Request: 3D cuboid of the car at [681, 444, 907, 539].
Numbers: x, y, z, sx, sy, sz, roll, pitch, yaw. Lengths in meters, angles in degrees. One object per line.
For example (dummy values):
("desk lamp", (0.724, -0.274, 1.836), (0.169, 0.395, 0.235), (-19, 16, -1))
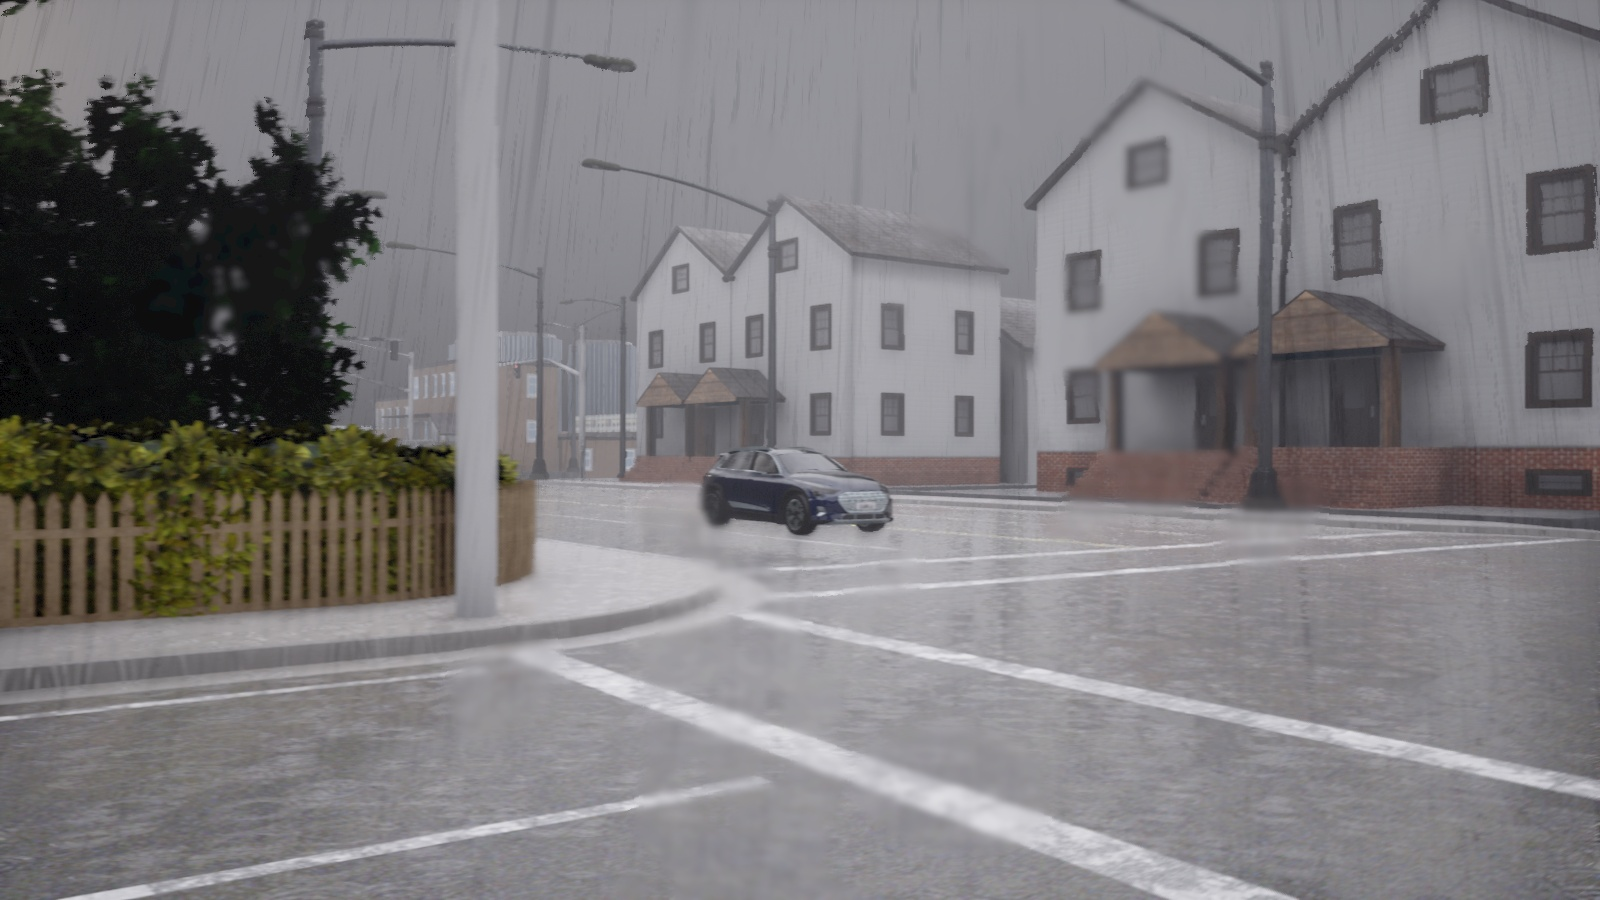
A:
("car", (-0.241, 0.736, 24.585), (2.033, 1.649, 4.856), (0, 0, -35))
